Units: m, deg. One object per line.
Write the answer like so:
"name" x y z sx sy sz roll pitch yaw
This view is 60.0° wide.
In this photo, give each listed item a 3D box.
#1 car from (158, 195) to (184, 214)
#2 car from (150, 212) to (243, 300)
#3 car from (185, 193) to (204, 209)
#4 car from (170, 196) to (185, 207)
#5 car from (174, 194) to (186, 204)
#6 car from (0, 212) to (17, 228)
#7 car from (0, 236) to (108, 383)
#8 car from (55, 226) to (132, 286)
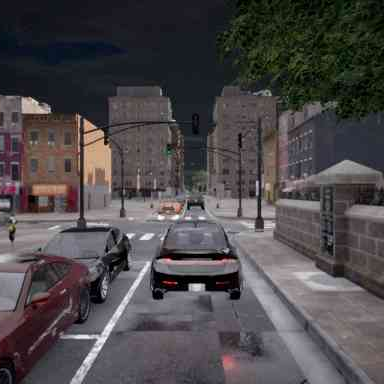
"car" -2.280 1.343 34.764 2.097 1.767 4.553 0 0 1
"car" 0.094 1.491 8.370 2.128 1.511 4.902 0 0 0
"car" 0.476 1.210 44.243 2.150 2.045 5.566 0 0 0
"car" -2.236 1.478 53.558 2.128 1.511 4.902 0 0 0
"car" -2.199 1.334 63.813 2.097 1.767 4.553 0 0 0
"car" -13.746 1.624 21.101 4.902 1.511 2.128 -1 0 0
"car" -2.631 1.582 4.526 1.802 1.307 4.206 0 0 0
"car" -2.628 1.565 8.189 1.947 1.339 4.313 0 0 0
